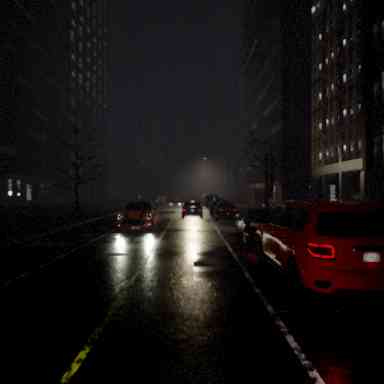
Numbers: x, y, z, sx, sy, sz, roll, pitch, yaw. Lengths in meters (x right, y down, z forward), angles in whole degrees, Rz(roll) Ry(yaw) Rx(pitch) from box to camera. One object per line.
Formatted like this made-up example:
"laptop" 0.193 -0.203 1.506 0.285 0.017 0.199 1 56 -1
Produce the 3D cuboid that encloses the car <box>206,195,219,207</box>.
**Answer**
"car" 2.672 1.377 32.583 1.967 1.590 4.097 1 0 0

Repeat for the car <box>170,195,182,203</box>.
"car" -3.054 1.372 64.565 1.882 1.535 5.008 0 0 0

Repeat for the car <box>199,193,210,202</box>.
"car" 2.640 1.165 72.072 2.192 1.841 5.009 1 0 0

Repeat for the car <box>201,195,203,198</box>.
"car" 2.656 1.453 49.507 2.008 1.369 4.403 1 0 0

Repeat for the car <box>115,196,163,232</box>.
"car" -3.116 1.314 19.864 2.097 1.767 4.553 0 0 0

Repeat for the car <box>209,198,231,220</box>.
"car" 2.675 1.493 26.941 1.887 1.381 4.507 1 0 0

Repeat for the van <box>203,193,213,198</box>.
"van" 2.663 1.255 43.865 1.690 1.788 3.998 1 0 0

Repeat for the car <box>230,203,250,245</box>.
"car" 3.127 1.449 15.398 1.882 1.535 5.008 0 0 0

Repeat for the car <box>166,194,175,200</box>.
"car" -5.757 1.361 88.971 2.008 1.369 4.403 1 0 0

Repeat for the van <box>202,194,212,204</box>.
"van" 2.649 1.217 60.790 1.690 1.788 3.998 1 0 0

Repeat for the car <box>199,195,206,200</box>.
"car" 2.628 1.406 83.355 1.802 1.307 4.206 1 0 0

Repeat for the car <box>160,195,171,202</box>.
"car" -5.743 1.401 72.042 2.008 1.369 4.403 1 0 0

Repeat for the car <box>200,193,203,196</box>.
"car" 2.654 1.204 55.148 2.192 1.841 5.009 1 0 0

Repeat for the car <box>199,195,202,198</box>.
"car" 0.038 1.510 46.013 1.895 1.301 4.718 0 0 0

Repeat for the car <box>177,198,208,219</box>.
"car" 0.030 1.492 28.830 2.033 1.411 5.357 0 0 0

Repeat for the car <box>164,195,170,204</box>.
"car" -5.733 1.427 60.757 2.008 1.369 4.403 1 0 0

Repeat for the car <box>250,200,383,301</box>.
"car" 3.100 1.213 8.428 2.150 2.045 5.566 0 0 0
